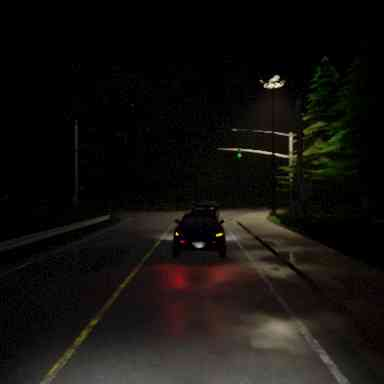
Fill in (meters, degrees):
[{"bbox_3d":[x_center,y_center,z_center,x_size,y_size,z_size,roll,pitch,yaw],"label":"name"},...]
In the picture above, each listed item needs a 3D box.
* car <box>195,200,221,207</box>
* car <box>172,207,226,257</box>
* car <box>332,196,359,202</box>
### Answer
[{"bbox_3d":[1.274,1.427,27.212,2.128,1.511,4.902,0,0,11],"label":"car"},{"bbox_3d":[0.294,1.496,12.722,1.812,1.442,4.674,0,0,2],"label":"car"},{"bbox_3d":[23.332,1.369,49.452,5.008,1.535,1.882,0,0,-5],"label":"car"}]
